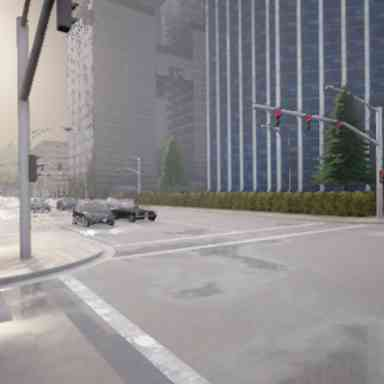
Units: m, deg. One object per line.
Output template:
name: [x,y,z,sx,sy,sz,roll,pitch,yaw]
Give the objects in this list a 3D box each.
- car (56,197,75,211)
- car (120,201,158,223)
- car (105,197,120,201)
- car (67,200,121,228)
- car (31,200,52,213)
car: [-15.814,1.425,42.483,2.097,1.767,4.553,-1,0,-34]
car: [-4.486,1.605,25.625,1.895,1.301,4.718,-1,0,-34]
car: [-12.102,1.525,49.537,1.812,1.442,4.674,-1,0,-34]
car: [-6.835,1.549,22.853,1.837,1.490,4.892,-1,0,-34]
car: [-18.363,1.642,39.998,1.812,1.442,4.674,-1,0,-34]
